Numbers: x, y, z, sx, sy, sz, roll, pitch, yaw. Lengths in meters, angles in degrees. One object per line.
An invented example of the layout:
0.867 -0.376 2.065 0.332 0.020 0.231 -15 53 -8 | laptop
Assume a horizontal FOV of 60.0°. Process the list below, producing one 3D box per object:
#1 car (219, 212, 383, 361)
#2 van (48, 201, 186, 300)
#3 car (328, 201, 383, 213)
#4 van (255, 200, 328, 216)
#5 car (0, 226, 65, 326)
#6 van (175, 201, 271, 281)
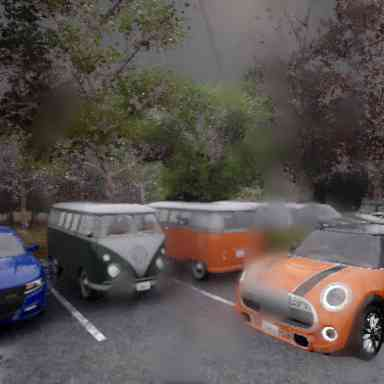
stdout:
2.962 1.405 6.117 4.553 1.767 2.097 1 -1 -36 | car
-2.232 1.265 8.326 1.878 1.987 4.442 0 0 -36 | van
4.486 1.360 13.232 2.435 2.045 5.566 1 -1 -36 | car
2.147 1.345 11.740 1.878 1.987 4.442 1 -1 -36 | van
-4.436 1.479 6.902 2.097 1.535 5.008 0 0 -36 | car
-0.006 1.307 10.203 1.878 1.987 4.442 1 -1 -36 | van
